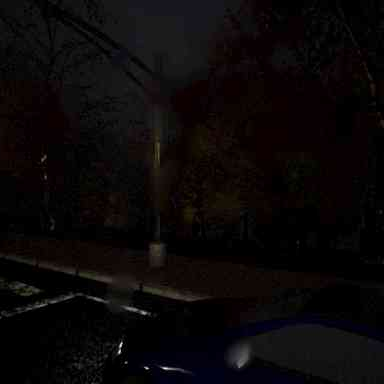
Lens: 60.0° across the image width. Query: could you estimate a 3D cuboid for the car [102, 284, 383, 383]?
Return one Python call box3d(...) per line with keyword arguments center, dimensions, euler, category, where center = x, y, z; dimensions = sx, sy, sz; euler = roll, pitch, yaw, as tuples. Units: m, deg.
box3d(center=(1.158, 1.564, 2.857), dimensions=(4.181, 1.385, 1.994), euler=(0, 0, 35), category="car")
